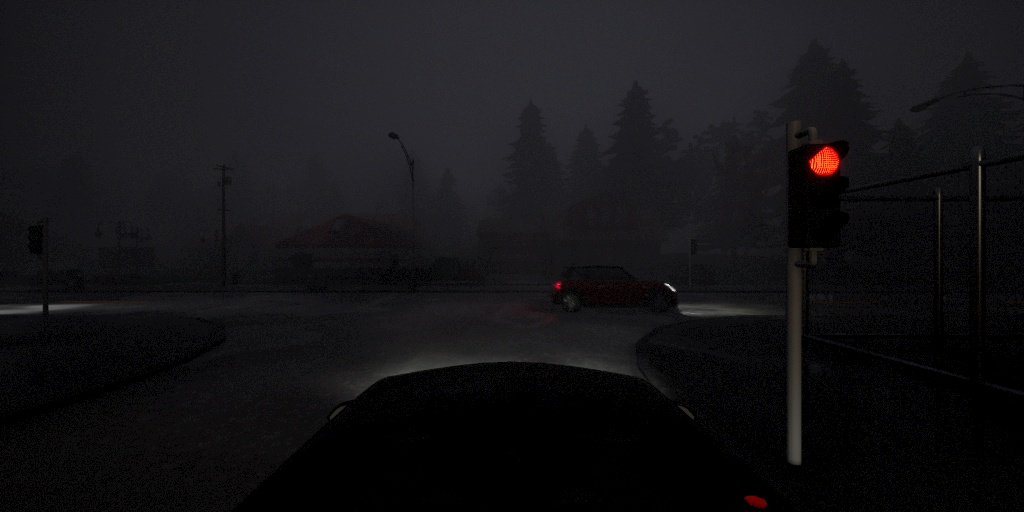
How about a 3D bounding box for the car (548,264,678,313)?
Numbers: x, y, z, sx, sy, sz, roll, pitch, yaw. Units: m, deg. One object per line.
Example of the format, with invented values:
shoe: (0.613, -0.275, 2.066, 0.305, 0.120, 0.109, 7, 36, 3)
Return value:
car: (3.666, 1.102, 13.395, 4.553, 1.767, 2.097, 0, 0, 0)
